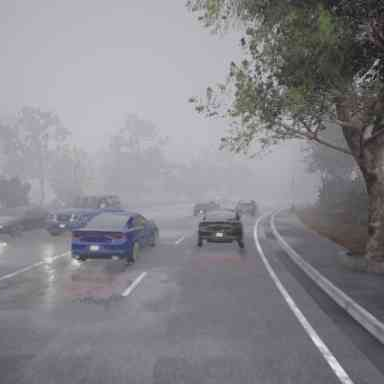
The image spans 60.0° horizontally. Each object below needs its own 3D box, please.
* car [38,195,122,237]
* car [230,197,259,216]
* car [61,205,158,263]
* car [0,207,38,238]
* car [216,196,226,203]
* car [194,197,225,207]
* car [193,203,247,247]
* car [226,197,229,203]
[{"bbox_3d":[-5.470,1.185,17.914,2.150,2.045,5.566,0,0,10],"label":"car"},{"bbox_3d":[5.460,1.493,32.668,2.128,1.511,4.902,0,0,17],"label":"car"},{"bbox_3d":[-2.543,1.459,12.060,1.882,1.535,5.008,0,0,6],"label":"car"},{"bbox_3d":[-9.050,1.495,17.783,2.033,1.411,5.357,0,0,9],"label":"car"},{"bbox_3d":[4.826,1.437,57.987,1.882,1.535,5.008,0,0,29],"label":"car"},{"bbox_3d":[1.508,1.486,31.679,1.837,1.490,4.892,0,0,16],"label":"car"},{"bbox_3d":[1.394,1.473,15.151,1.882,1.535,5.008,0,0,8],"label":"car"},{"bbox_3d":[7.974,1.508,56.502,1.812,1.442,4.674,0,0,29],"label":"car"}]
